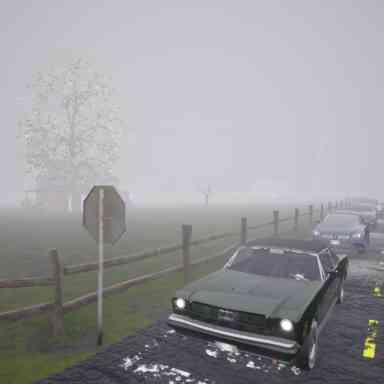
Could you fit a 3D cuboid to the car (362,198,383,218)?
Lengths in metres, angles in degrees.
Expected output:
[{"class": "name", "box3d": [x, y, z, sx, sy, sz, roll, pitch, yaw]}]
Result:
[{"class": "car", "box3d": [16.027, 1.357, 29.951, 2.097, 1.767, 4.553, 0, 0, 31]}]

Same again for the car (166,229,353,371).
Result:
[{"class": "car", "box3d": [1.559, 1.602, 5.991, 1.895, 1.301, 4.718, 0, 0, 31]}]

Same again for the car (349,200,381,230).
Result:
[{"class": "car", "box3d": [10.933, 1.509, 21.536, 1.837, 1.490, 4.892, 0, 0, 31]}]

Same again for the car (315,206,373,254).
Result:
[{"class": "car", "box3d": [6.280, 1.529, 13.816, 1.812, 1.442, 4.674, 0, 0, 31]}]
